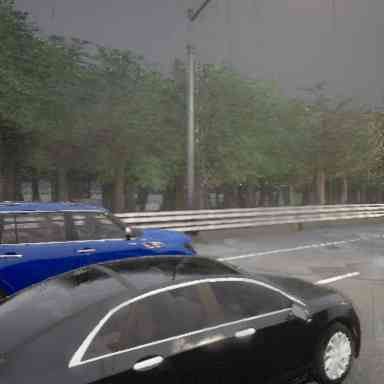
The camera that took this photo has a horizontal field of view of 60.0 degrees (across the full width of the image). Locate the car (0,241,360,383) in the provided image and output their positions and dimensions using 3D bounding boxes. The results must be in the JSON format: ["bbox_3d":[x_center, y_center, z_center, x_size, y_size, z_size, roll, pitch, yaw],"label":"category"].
[{"bbox_3d":[-0.056,1.498,3.708,4.892,1.490,1.837,0,0,-35],"label":"car"}]

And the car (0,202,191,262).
[{"bbox_3d":[-2.458,1.206,6.416,5.566,2.045,2.150,0,0,-35],"label":"car"}]
